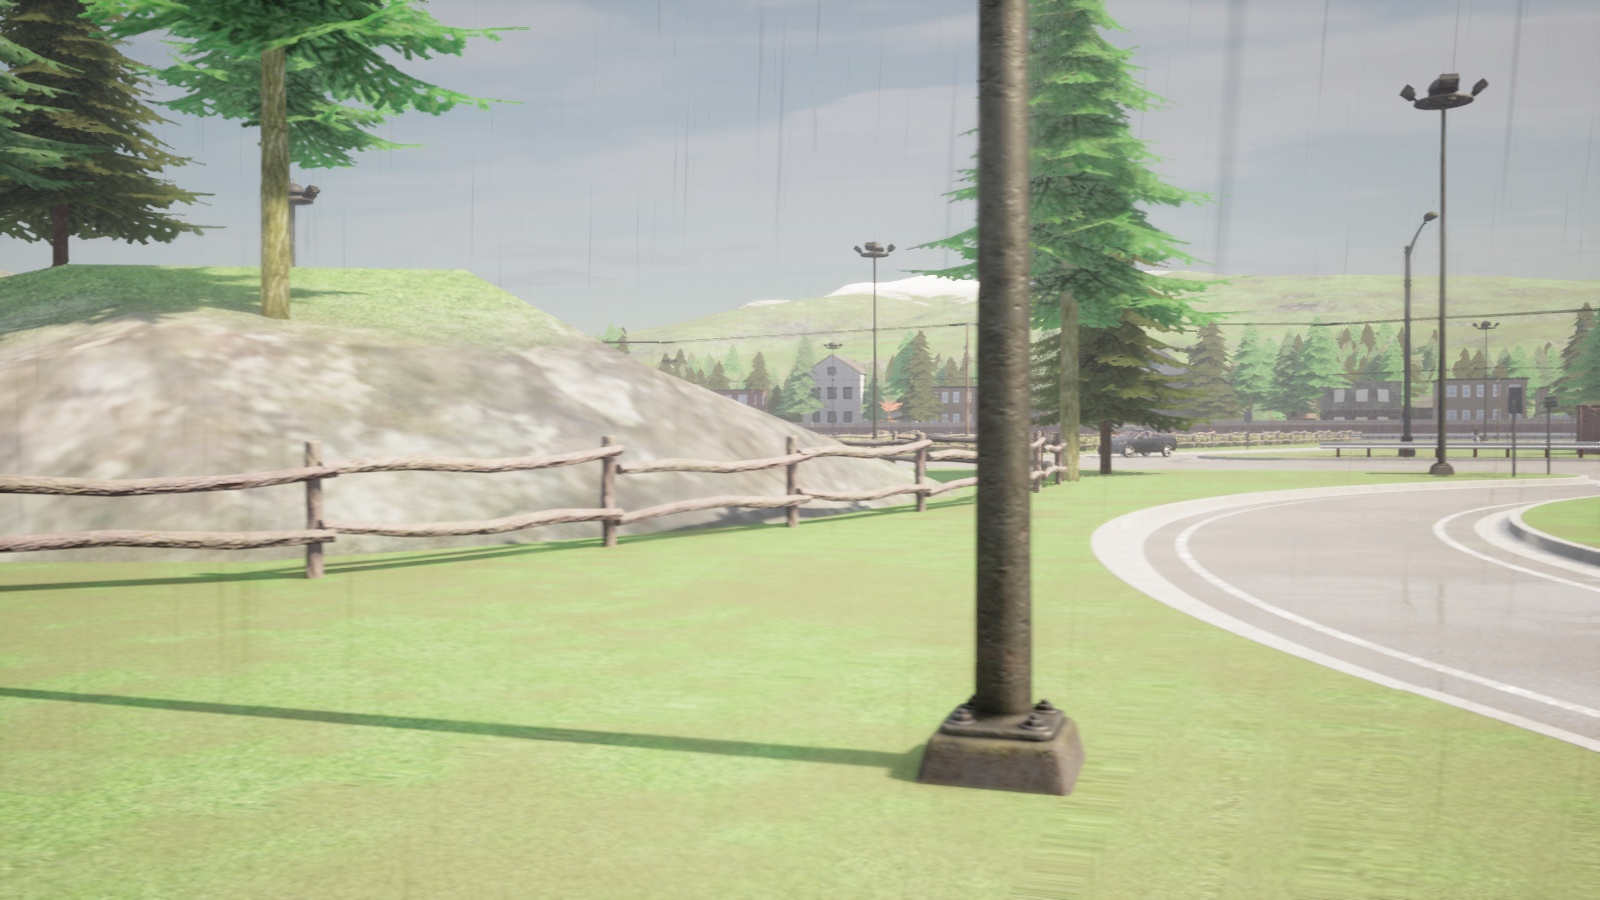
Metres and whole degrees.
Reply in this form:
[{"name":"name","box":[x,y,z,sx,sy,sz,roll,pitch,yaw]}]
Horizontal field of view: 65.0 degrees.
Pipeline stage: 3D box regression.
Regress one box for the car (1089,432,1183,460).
[{"name":"car","box":[18.578,-0.259,69.362,4.902,1.511,2.128,0,1,-30]}]
